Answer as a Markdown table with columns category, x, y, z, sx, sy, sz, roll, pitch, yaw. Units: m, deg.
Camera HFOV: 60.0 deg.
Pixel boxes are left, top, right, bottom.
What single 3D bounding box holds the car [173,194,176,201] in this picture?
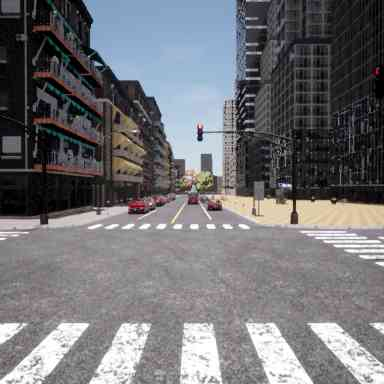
| category | x | y | z | sx | sy | sz | roll | pitch | yaw |
| --- | --- | --- | --- | --- | --- | --- | --- | --- | --- |
| car | -5.532 | 1.322 | 86.220 | 2.192 | 1.841 | 5.009 | -1 | 0 | 0 |

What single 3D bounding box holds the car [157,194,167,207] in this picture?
| category | x | y | z | sx | sy | sz | roll | pitch | yaw |
| --- | --- | --- | --- | --- | --- | --- | --- | --- | --- |
| car | -5.599 | 1.312 | 52.327 | 2.192 | 1.841 | 5.009 | -1 | 0 | 0 |

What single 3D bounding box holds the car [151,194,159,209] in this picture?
| category | x | y | z | sx | sy | sz | roll | pitch | yaw |
| --- | --- | --- | --- | --- | --- | --- | --- | --- | --- |
| car | -5.620 | 1.436 | 41.028 | 1.967 | 1.590 | 4.097 | -1 | 0 | 0 |

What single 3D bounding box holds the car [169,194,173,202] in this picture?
| category | x | y | z | sx | sy | sz | roll | pitch | yaw |
| --- | --- | --- | --- | --- | --- | --- | --- | --- | --- |
| car | -5.562 | 1.583 | 69.273 | 1.802 | 1.307 | 4.206 | -1 | 0 | 0 |

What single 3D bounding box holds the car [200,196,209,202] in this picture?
| category | x | y | z | sx | sy | sz | roll | pitch | yaw |
| --- | --- | --- | --- | --- | --- | --- | --- | --- | --- |
| car | 2.797 | 1.548 | 74.963 | 1.887 | 1.381 | 4.507 | -1 | 0 | 0 |

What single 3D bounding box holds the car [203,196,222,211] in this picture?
| category | x | y | z | sx | sy | sz | roll | pitch | yaw |
| --- | --- | --- | --- | --- | --- | --- | --- | --- | --- |
| car | 2.728 | 1.540 | 41.069 | 1.887 | 1.381 | 4.507 | -1 | 0 | 0 |

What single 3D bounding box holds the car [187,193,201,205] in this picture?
| category | x | y | z | sx | sy | sz | roll | pitch | yaw |
| --- | --- | --- | --- | --- | --- | --- | --- | --- | --- |
| car | 0.221 | 1.477 | 59.748 | 1.882 | 1.535 | 5.008 | 0 | 0 | 0 |

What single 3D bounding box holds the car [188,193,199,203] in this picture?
| category | x | y | z | sx | sy | sz | roll | pitch | yaw |
| --- | --- | --- | --- | --- | --- | --- | --- | --- | --- |
| car | 0.255 | 1.223 | 70.014 | 2.150 | 2.045 | 5.566 | 0 | 0 | 0 |

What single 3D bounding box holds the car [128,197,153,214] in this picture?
| category | x | y | z | sx | sy | sz | roll | pitch | yaw |
| --- | --- | --- | --- | --- | --- | --- | --- | --- | --- |
| car | -5.630 | 1.540 | 35.379 | 1.887 | 1.381 | 4.507 | -1 | 0 | 0 |

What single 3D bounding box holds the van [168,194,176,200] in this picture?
| category | x | y | z | sx | sy | sz | roll | pitch | yaw |
| --- | --- | --- | --- | --- | --- | --- | --- | --- | --- |
| van | -5.520 | 1.350 | 91.868 | 1.690 | 1.788 | 3.998 | -1 | 0 | 0 |

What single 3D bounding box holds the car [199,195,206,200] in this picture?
| category | x | y | z | sx | sy | sz | roll | pitch | yaw |
| --- | --- | --- | --- | --- | --- | --- | --- | --- | --- |
| car | 2.830 | 1.534 | 92.080 | 1.752 | 1.417 | 4.829 | -1 | 0 | 0 |

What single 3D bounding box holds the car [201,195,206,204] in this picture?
| category | x | y | z | sx | sy | sz | roll | pitch | yaw |
| --- | --- | --- | --- | --- | --- | --- | --- | --- | --- |
| car | 2.774 | 1.551 | 63.664 | 2.008 | 1.369 | 4.403 | -1 | 0 | 0 |

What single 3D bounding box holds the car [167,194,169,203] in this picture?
| category | x | y | z | sx | sy | sz | roll | pitch | yaw |
| --- | --- | --- | --- | --- | --- | --- | --- | --- | --- |
| car | -5.586 | 1.439 | 57.975 | 1.967 | 1.590 | 4.097 | -1 | 0 | 0 |
